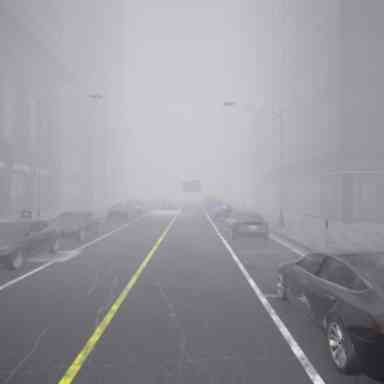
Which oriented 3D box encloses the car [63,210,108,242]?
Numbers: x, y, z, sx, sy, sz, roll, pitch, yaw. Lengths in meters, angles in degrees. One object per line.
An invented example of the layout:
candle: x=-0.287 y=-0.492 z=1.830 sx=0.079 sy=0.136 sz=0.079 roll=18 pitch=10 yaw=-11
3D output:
car: x=-5.859 y=1.592 z=16.645 sx=1.947 sy=1.339 sz=4.313 roll=1 pitch=0 yaw=0

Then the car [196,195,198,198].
car: x=2.636 y=1.615 z=78.525 sx=1.887 sy=1.381 sz=4.507 roll=1 pitch=0 yaw=0

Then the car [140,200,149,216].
car: x=-5.866 y=1.488 z=33.519 sx=1.967 sy=1.590 sz=4.097 roll=1 pitch=0 yaw=0

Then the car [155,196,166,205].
car: x=-5.878 y=1.610 z=56.018 sx=1.887 sy=1.381 sz=4.507 roll=1 pitch=0 yaw=0

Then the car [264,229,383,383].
car: x=2.673 y=1.575 z=5.404 sx=1.947 sy=1.339 sz=4.313 roll=1 pitch=0 yaw=0

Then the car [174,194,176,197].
car: x=-5.896 y=1.649 z=89.765 sx=1.802 sy=1.307 sz=4.206 roll=1 pitch=0 yaw=0

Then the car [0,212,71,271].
car: x=-5.856 y=1.583 z=11.022 sx=1.947 sy=1.339 sz=4.313 roll=1 pitch=0 yaw=0

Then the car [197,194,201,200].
car: x=2.641 y=1.621 z=67.276 sx=2.008 sy=1.369 sz=4.403 roll=1 pitch=0 yaw=0

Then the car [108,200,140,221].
car: x=-5.865 y=1.587 z=27.895 sx=1.887 sy=1.381 sz=4.507 roll=1 pitch=0 yaw=0

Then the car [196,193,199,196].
car: x=2.630 y=1.613 z=89.775 sx=1.887 sy=1.381 sz=4.507 roll=1 pitch=0 yaw=0

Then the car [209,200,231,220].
car: x=2.661 y=1.625 z=27.903 sx=1.802 sy=1.307 sz=4.206 roll=1 pitch=0 yaw=0

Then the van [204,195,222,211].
van: x=2.658 y=1.396 z=39.152 sx=1.690 sy=1.788 sz=3.998 roll=1 pitch=0 yaw=0

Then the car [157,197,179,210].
car: x=-3.112 y=1.659 z=44.339 sx=1.895 sy=1.301 sz=4.718 roll=0 pitch=0 yaw=0

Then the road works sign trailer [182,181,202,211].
road works sign trailer: x=-0.002 y=0.433 z=40.631 sx=2.380 sy=3.560 sz=2.880 roll=1 pitch=-1 yaw=0

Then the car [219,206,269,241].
car: x=2.667 y=1.593 z=16.653 sx=1.947 sy=1.339 sz=4.313 roll=1 pitch=0 yaw=0

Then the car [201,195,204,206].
car: x=2.654 y=1.500 z=44.777 sx=1.967 sy=1.590 sz=4.097 roll=1 pitch=0 yaw=0

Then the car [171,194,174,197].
car: x=-5.890 y=1.595 z=78.345 sx=1.752 sy=1.417 sz=4.829 roll=1 pitch=0 yaw=0

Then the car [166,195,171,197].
car: x=-5.884 y=1.620 z=67.266 sx=2.008 sy=1.369 sz=4.403 roll=1 pitch=0 yaw=0

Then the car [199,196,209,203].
car: x=2.638 y=1.616 z=72.901 sx=1.887 sy=1.381 sz=4.507 roll=1 pitch=0 yaw=0

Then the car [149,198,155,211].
car: x=-5.870 y=1.599 z=39.144 sx=1.887 sy=1.381 sz=4.507 roll=1 pitch=0 yaw=0
